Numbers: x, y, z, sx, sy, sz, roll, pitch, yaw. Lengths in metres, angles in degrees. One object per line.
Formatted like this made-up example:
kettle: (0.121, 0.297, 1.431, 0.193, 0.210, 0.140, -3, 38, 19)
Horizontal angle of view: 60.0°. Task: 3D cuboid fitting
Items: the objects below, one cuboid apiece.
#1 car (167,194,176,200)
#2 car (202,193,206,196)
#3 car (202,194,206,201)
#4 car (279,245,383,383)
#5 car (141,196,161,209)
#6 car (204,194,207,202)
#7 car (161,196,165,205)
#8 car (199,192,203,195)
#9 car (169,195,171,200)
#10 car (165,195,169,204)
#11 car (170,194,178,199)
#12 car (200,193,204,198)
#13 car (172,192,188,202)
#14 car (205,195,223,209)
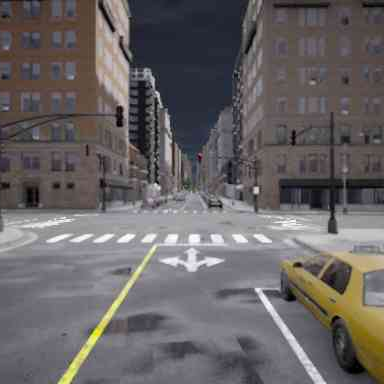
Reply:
car: (-5.042, 1.307, 81.684, 1.947, 1.339, 4.313, 1, 0, 1)
car: (3.201, 1.359, 59.468, 1.887, 1.381, 4.507, 1, 0, 1)
car: (3.130, 1.384, 53.938, 2.008, 1.369, 4.403, 1, 0, 1)
car: (2.676, 1.509, 5.384, 1.752, 1.417, 4.829, 1, 0, 0)
car: (-5.536, 1.451, 42.982, 1.802, 1.307, 4.206, 1, 0, 1)
car: (3.060, 1.395, 48.408, 1.887, 1.381, 4.507, 1, 0, 1)
car: (-5.465, 1.417, 48.511, 1.947, 1.339, 4.313, 1, 0, 1)
car: (3.483, 1.291, 81.589, 2.008, 1.369, 4.403, 1, 0, 1)
car: (-5.324, 1.360, 59.568, 1.887, 1.381, 4.507, 1, 0, 1)
car: (-5.395, 1.384, 54.040, 2.008, 1.369, 4.403, 1, 0, 1)
car: (-4.901, 1.269, 92.742, 1.947, 1.339, 4.313, 1, 0, 1)
car: (3.342, 1.344, 70.529, 1.947, 1.339, 4.313, 1, 0, 1)
car: (-2.374, 1.146, 67.395, 2.097, 1.767, 4.553, 0, 0, 1)
car: (2.989, 1.434, 42.877, 1.947, 1.339, 4.313, 1, 0, 1)
